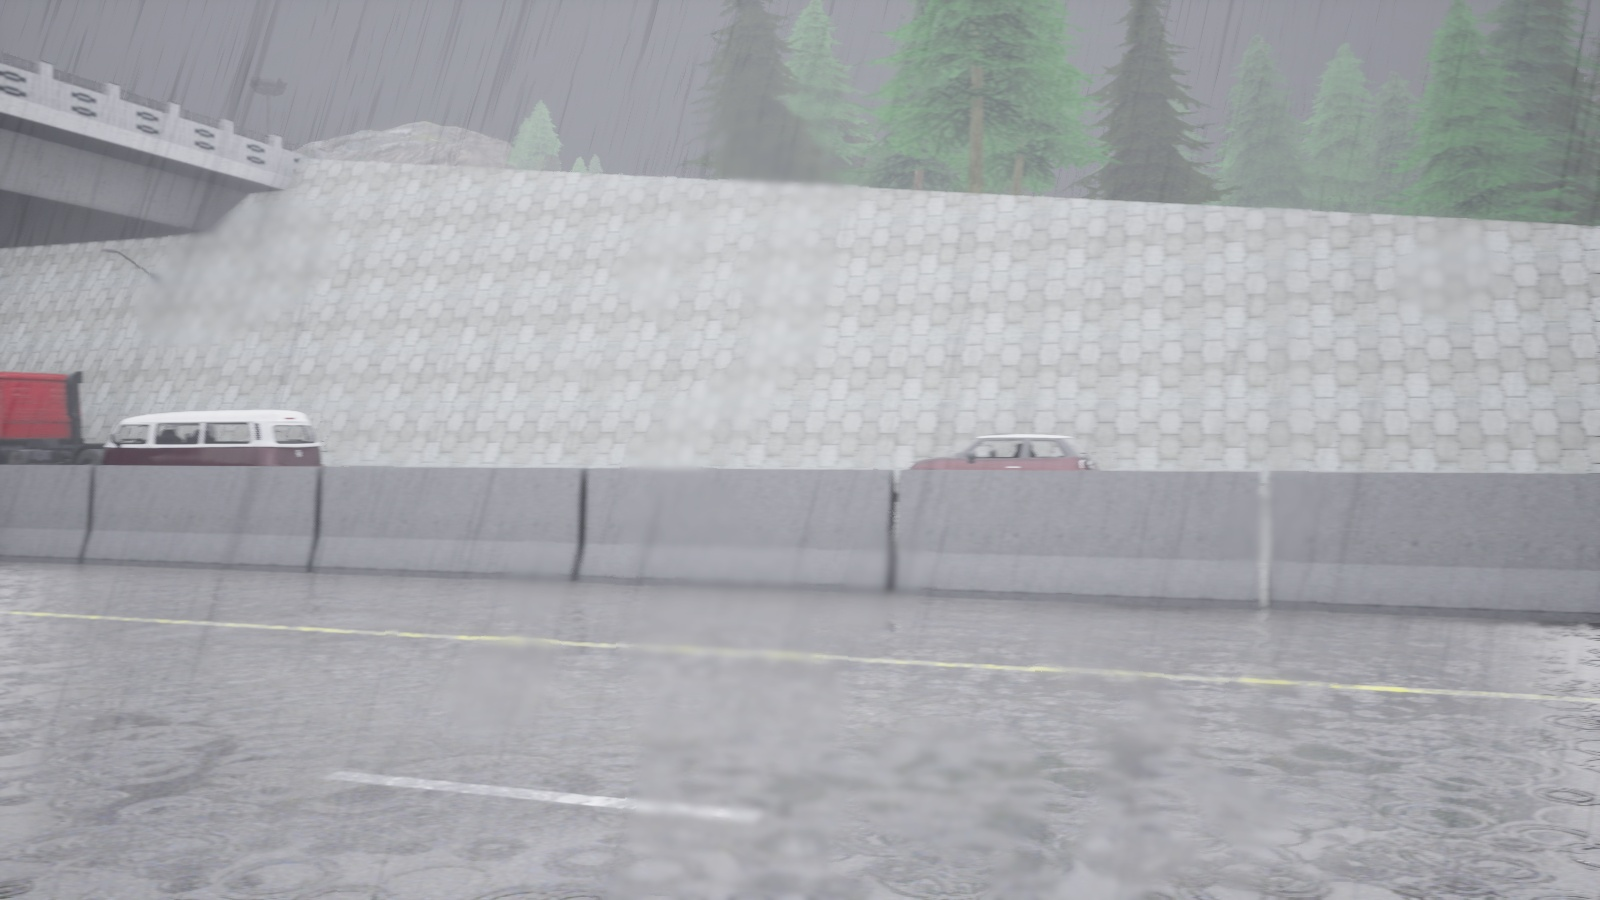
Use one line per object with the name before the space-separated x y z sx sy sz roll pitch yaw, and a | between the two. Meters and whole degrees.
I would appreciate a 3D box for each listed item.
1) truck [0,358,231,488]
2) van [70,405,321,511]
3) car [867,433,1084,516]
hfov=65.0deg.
truck | -20.576 -0.763 35.948 7.936 3.462 2.891 0 1 19
van | -12.397 0.120 25.822 4.480 2.038 2.069 0 1 19
car | 3.406 0.424 24.209 3.806 1.475 1.970 0 1 21
